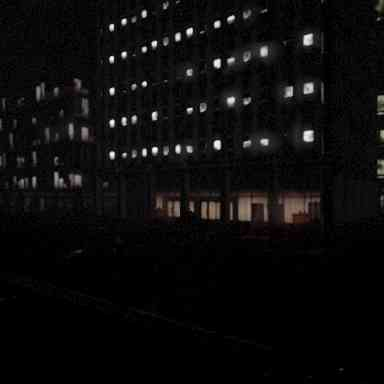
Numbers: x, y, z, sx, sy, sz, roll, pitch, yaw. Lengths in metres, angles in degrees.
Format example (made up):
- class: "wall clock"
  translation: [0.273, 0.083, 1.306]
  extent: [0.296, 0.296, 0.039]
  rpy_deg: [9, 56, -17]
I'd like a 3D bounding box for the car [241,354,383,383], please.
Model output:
- class: "car"
  translation: [2.011, 1.565, 1.443]
  extent: [4.313, 1.339, 1.947]
  rpy_deg: [0, 0, 36]
